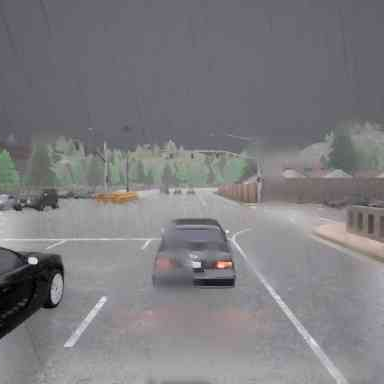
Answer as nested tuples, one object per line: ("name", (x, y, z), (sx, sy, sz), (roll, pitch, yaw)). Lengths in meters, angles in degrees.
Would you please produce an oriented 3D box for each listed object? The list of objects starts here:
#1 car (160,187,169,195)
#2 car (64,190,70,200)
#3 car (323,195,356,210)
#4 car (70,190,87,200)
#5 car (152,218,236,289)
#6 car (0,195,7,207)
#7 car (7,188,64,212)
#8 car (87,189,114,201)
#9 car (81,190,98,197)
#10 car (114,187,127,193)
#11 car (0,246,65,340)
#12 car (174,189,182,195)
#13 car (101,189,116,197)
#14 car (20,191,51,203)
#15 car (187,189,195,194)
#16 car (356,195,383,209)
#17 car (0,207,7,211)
("car", (-7.224, -0.386, 87.825), (2.150, 2.045, 5.566), (0, 1, 0))
("car", (-21.220, 0.463, 56.023), (1.882, 1.535, 5.008), (0, 1, 0))
("car", (15.818, 0.973, 32.699), (5.357, 1.411, 2.033), (0, 1, 2))
("car", (-17.728, 0.556, 54.786), (2.033, 1.411, 5.357), (0, 1, 0))
("car", (0.089, 1.417, 8.986), (2.033, 1.411, 5.357), (0, 1, 1))
("car", (-17.680, 0.979, 31.168), (1.812, 1.442, 4.674), (0, 1, 0))
("car", (-14.179, 0.685, 30.610), (2.150, 2.045, 5.566), (0, 1, 0))
("car", (-14.224, 0.413, 52.036), (2.097, 1.767, 4.553), (0, 1, 0))
("car", (-21.176, 0.266, 69.036), (2.128, 1.511, 4.902), (0, 1, 0))
("car", (-14.173, -0.007, 67.299), (2.150, 2.045, 5.566), (0, 2, 0))
("car", (-3.453, 1.421, 4.613), (1.882, 1.535, 5.008), (0, 1, 0))
("car", (-3.724, -0.084, 87.736), (2.128, 1.511, 4.902), (0, 1, 0))
("car", (-17.679, 0.195, 70.306), (1.882, 1.535, 5.008), (0, 1, 0))
("car", (-21.212, 0.692, 45.325), (1.837, 1.490, 4.892), (0, 1, 0))
("car", (-0.224, -0.060, 87.914), (1.994, 1.385, 4.181), (0, 1, 0))
("car", (17.798, 1.041, 29.131), (5.357, 1.411, 2.033), (0, 1, 2))
("car", (-6.944, 1.358, 8.136), (1.882, 1.535, 5.008), (0, 1, 0))
